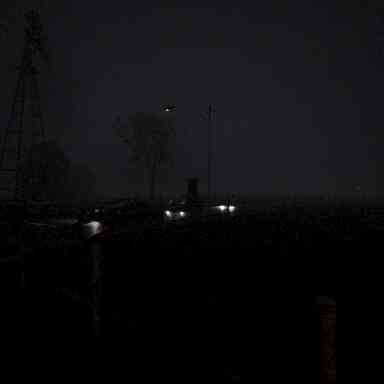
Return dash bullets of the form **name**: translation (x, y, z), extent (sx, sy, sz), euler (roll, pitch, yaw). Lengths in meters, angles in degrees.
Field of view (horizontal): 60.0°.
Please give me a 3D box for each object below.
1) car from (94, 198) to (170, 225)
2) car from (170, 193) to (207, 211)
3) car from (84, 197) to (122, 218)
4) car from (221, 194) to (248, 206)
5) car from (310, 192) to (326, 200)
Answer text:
- **car**: translation (-3.878, 1.317, 22.287), extent (1.812, 1.442, 4.674), euler (1, 2, 36)
- **car**: translation (-0.383, 0.925, 33.629), extent (2.097, 1.767, 4.553), euler (1, 2, 35)
- **car**: translation (-6.023, 1.206, 25.676), extent (1.837, 1.490, 4.892), euler (1, 2, 35)
- **car**: translation (5.388, 1.005, 41.778), extent (1.994, 1.385, 4.181), euler (1, 2, 35)
- **car**: translation (22.549, 0.756, 59.611), extent (1.994, 1.385, 4.181), euler (1, 1, 35)
